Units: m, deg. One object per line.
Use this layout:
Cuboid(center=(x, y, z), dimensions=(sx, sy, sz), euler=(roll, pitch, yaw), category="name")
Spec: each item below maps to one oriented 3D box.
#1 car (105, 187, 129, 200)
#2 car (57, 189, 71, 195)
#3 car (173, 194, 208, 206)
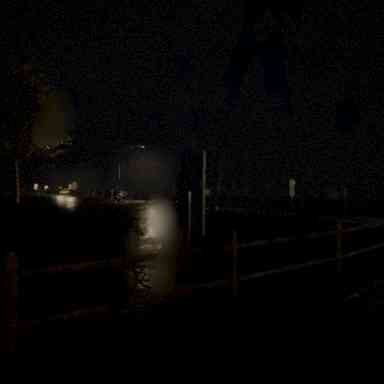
Cuboid(center=(-12.335, 0.170, 54.349), dimensions=(2.150, 2.045, 5.566), euler=(1, 1, -36), category="car")
Cuboid(center=(-33.637, -0.038, 88.594), dimensions=(1.882, 1.535, 5.008), euler=(1, 0, -33), category="car")
Cuboid(center=(-0.197, 0.783, 37.206), dimensions=(2.128, 1.511, 4.902), euler=(1, 1, -36), category="car")
